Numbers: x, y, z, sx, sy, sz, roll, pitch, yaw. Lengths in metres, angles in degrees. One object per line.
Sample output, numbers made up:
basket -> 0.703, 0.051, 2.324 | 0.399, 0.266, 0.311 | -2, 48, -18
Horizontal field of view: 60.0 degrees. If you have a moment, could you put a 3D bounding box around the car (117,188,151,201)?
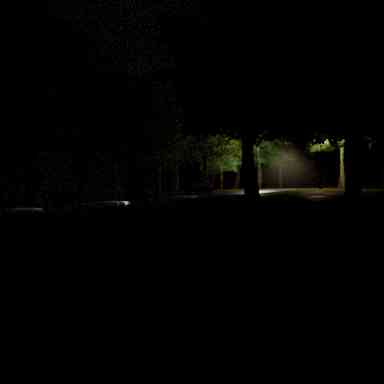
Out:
car -> -7.233, 0.282, 41.878 | 1.812, 1.442, 4.674 | -1, 2, 37

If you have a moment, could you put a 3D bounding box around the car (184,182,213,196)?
car -> 1.053, -0.544, 52.627 | 2.150, 2.045, 5.566 | -1, 3, 37

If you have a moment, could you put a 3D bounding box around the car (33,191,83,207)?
car -> -13.513, 0.666, 33.731 | 1.837, 1.490, 4.892 | -1, 2, 38
